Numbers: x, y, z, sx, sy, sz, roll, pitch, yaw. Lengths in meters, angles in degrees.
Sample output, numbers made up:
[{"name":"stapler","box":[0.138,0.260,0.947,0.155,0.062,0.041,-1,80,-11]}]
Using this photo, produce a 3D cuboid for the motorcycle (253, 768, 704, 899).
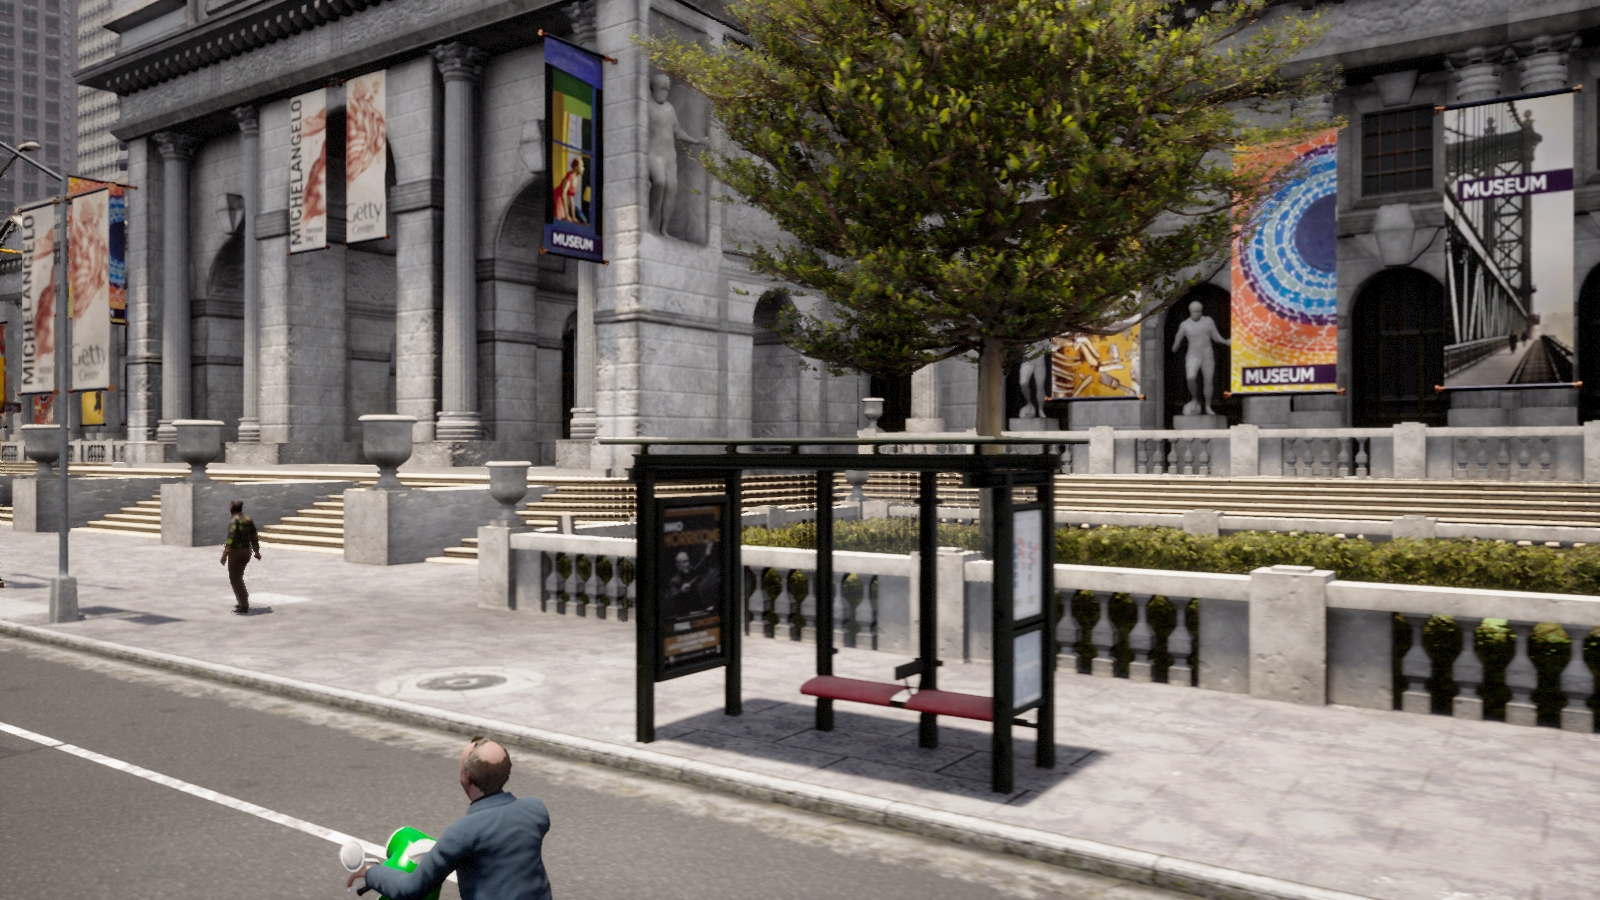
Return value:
[{"name":"motorcycle","box":[-1.370,2.181,4.755,1.805,1.236,0.856,0,0,35]}]

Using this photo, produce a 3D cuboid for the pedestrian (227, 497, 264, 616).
[{"name":"pedestrian","box":[-8.854,1.693,18.259,0.375,1.860,0.375,0,0,20]}]
